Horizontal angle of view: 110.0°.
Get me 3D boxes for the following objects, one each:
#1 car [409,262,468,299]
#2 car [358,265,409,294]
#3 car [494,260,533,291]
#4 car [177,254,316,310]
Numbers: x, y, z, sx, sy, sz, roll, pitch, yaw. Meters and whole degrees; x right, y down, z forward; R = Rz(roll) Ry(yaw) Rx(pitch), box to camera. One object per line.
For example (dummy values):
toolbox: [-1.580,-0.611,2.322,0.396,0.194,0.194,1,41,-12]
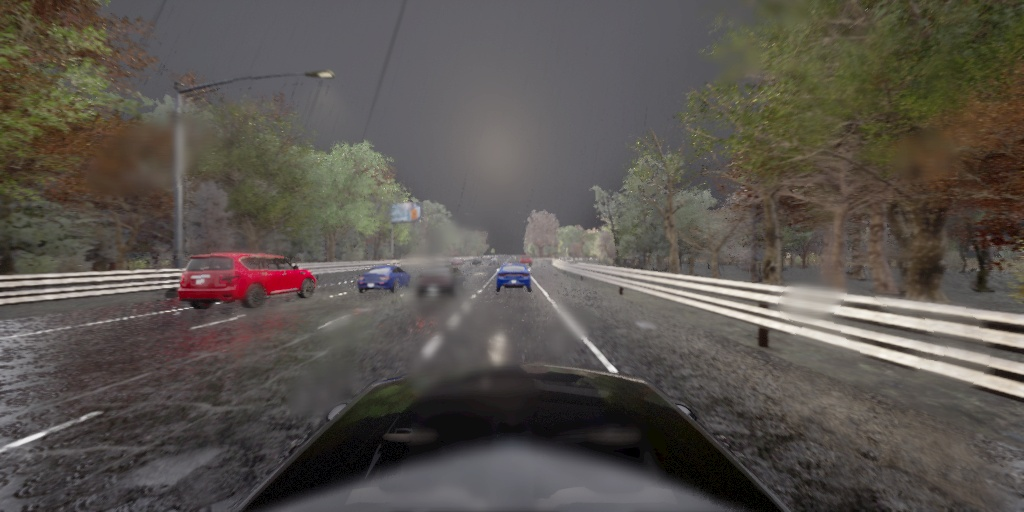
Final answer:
car: [-3.405,1.221,17.924,1.837,1.490,4.892,0,0,0]
car: [-6.902,1.237,19.846,1.812,1.442,4.674,0,0,0]
car: [0.094,1.186,21.340,1.882,1.535,5.008,0,0,0]
car: [-10.401,0.945,14.663,2.150,2.045,5.566,0,0,0]
